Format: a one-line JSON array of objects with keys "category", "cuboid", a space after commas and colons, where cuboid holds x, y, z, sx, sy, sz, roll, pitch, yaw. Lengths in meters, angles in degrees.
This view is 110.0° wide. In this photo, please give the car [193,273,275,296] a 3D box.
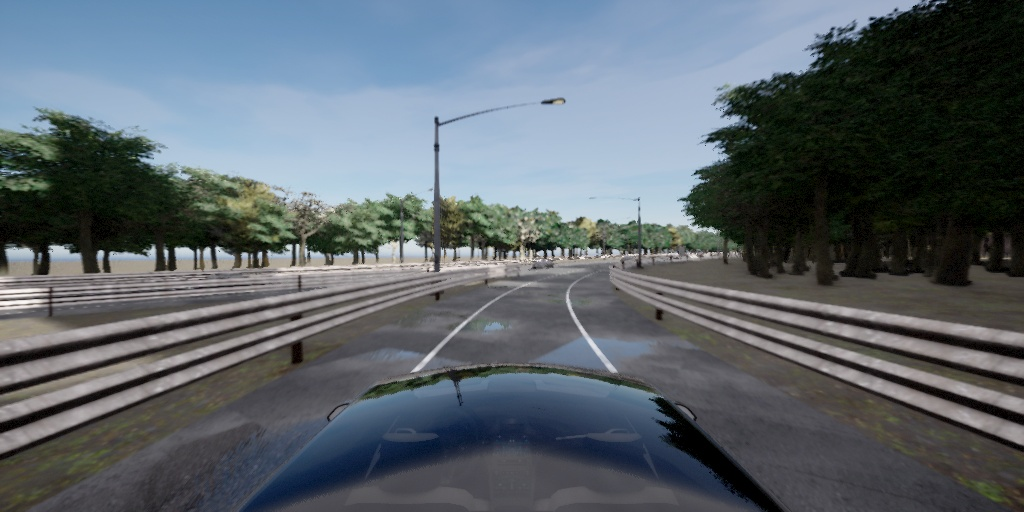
[{"category": "car", "cuboid": [-19.777, 1.950, 25.746, 1.812, 1.442, 4.674, 0, 1, 42]}]

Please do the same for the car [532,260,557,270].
[{"category": "car", "cuboid": [4.871, 1.307, 53.530, 1.994, 1.385, 4.181, 0, 1, 42]}]
